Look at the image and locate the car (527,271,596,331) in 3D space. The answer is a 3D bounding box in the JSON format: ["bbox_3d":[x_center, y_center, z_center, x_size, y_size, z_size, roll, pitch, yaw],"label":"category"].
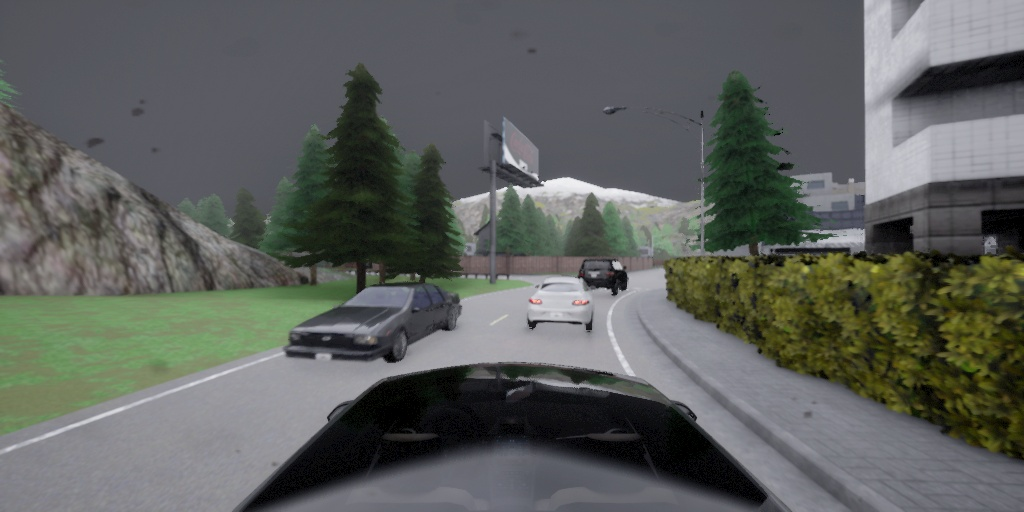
[{"bbox_3d":[1.664,1.376,11.426,1.812,1.442,4.674,0,-1,13],"label":"car"}]

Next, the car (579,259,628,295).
[{"bbox_3d":[5.601,1.182,21.767,2.150,2.045,5.566,0,-1,26],"label":"car"}]

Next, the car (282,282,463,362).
[{"bbox_3d":[-2.759,1.364,8.742,2.033,1.411,5.357,0,-1,10],"label":"car"}]
